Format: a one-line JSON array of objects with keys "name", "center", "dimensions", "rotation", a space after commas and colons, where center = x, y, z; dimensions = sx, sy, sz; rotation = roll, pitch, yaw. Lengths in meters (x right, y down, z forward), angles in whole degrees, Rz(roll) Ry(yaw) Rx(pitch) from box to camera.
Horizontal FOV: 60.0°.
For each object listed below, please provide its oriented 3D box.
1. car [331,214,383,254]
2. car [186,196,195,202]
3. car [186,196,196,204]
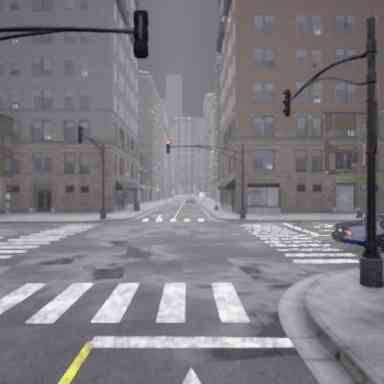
[{"name": "car", "center": [8.268, 1.522, 12.722], "dimensions": [5.357, 1.411, 2.033], "rotation": [0, 0, 5]}, {"name": "car", "center": [-0.314, 1.588, 75.145], "dimensions": [1.895, 1.301, 4.718], "rotation": [0, 0, 0]}, {"name": "car", "center": [-0.254, 1.739, 65.140], "dimensions": [1.895, 1.301, 4.718], "rotation": [0, 0, 0]}]
